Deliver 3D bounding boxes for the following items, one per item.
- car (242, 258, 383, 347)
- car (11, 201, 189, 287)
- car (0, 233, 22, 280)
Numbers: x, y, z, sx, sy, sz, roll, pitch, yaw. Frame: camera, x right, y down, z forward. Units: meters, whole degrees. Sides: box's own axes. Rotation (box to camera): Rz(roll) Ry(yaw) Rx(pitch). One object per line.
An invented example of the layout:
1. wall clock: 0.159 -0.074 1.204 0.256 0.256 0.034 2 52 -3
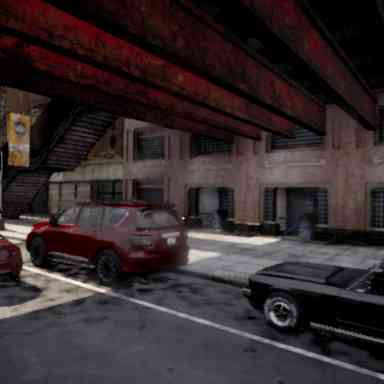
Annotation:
1. car: 3.235 1.709 5.343 4.718 1.301 1.895 1 -1 37
2. car: -2.655 1.280 9.810 5.566 2.045 2.435 1 -1 37
3. car: -6.171 1.505 8.711 4.674 1.442 1.812 1 -1 38
